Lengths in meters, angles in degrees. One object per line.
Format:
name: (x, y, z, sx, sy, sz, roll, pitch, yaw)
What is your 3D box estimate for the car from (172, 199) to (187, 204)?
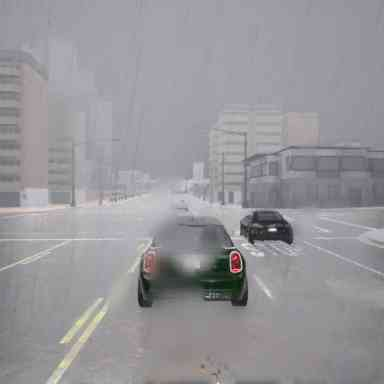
car: (-1.526, 1.622, 42.178, 1.812, 1.442, 4.674, 0, -1, -3)

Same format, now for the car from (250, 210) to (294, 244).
car: (3.473, 1.566, 15.960, 1.994, 1.385, 4.181, 0, 0, 2)

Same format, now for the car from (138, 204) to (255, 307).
car: (-0.004, 1.352, 8.159, 2.097, 1.767, 4.553, 0, 0, -1)
